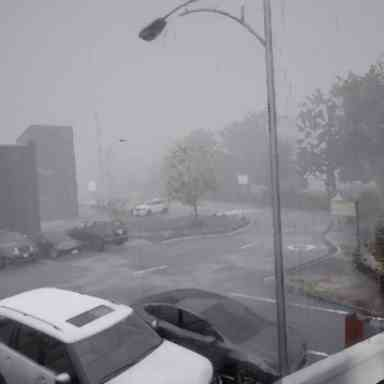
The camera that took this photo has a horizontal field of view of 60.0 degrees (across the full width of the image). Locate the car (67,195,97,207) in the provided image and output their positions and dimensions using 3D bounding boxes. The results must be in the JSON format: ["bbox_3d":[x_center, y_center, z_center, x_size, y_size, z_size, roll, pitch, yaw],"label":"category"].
[{"bbox_3d":[-23.773,1.990,71.907,2.435,2.045,5.566,-2,3,36],"label":"car"}]

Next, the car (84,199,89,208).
[{"bbox_3d":[-17.059,2.294,61.932,2.002,1.452,4.674,-2,3,36],"label":"car"}]

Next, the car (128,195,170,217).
[{"bbox_3d":[-5.288,2.035,44.482,2.435,2.045,5.566,-2,4,36],"label":"car"}]

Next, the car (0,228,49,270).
[{"bbox_3d":[-11.777,3.366,20.537,5.566,2.045,2.435,-3,2,35],"label":"car"}]

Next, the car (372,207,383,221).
[{"bbox_3d":[16.781,1.538,26.970,2.097,1.767,4.553,-4,1,-10],"label":"car"}]

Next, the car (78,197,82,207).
[{"bbox_3d":[-20.400,2.119,66.927,2.185,1.767,4.553,-2,4,36],"label":"car"}]

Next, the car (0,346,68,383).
[{"bbox_3d":[-4.565,3.590,4.908,5.566,2.045,2.435,-1,4,34],"label":"car"}]

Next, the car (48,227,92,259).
[{"bbox_3d":[-9.356,3.441,22.273,4.792,1.488,2.163,-3,2,34],"label":"car"}]

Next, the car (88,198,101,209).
[{"bbox_3d":[-15.412,2.135,59.414,2.185,1.767,4.553,-2,3,36],"label":"car"}]

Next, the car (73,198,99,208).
[{"bbox_3d":[-22.080,2.272,69.430,2.163,1.488,4.792,-2,3,36],"label":"car"}]

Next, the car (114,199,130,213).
[{"bbox_3d":[-8.535,2.258,49.642,1.946,1.575,5.366,-2,3,36],"label":"car"}]

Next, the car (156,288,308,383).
[{"bbox_3d":[0.409,3.449,8.421,4.792,1.488,2.163,-1,3,35],"label":"car"}]

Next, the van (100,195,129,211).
[{"bbox_3d":[-12.094,2.051,54.356,1.878,1.987,4.442,-2,4,36],"label":"van"}]

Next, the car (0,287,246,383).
[{"bbox_3d":[-2.057,3.379,6.651,5.566,2.045,2.435,-1,3,34],"label":"car"}]

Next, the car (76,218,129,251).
[{"bbox_3d":[-7.029,2.959,23.988,5.566,2.045,2.435,-3,2,35],"label":"car"}]

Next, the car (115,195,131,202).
[{"bbox_3d":[-15.969,1.456,76.930,1.812,1.442,4.674,-5,3,-34],"label":"car"}]

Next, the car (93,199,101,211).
[{"bbox_3d":[-13.690,2.262,56.953,2.097,1.535,5.008,-2,4,36],"label":"car"}]

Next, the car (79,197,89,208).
[{"bbox_3d":[-18.723,2.122,64.438,2.185,1.767,4.553,-2,4,36],"label":"car"}]

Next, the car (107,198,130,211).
[{"bbox_3d":[-10.333,2.312,51.977,2.002,1.452,4.674,-2,3,36],"label":"car"}]
